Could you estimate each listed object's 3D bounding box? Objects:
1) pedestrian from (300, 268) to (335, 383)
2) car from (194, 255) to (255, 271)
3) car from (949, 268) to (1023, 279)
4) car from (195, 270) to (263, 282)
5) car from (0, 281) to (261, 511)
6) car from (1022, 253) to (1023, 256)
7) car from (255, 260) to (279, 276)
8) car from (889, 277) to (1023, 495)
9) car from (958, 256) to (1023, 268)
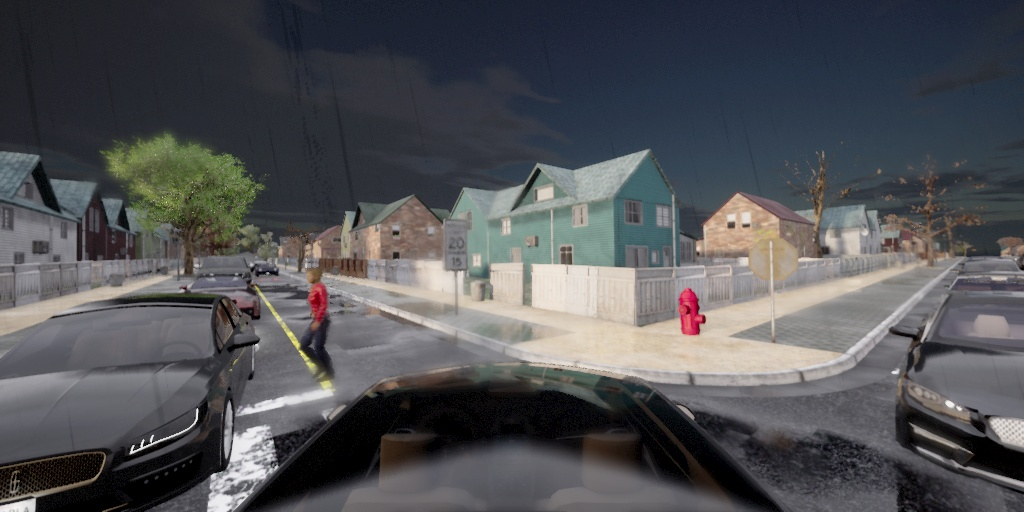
[{"bbox_3d":[-3.073,1.047,5.667,0.375,1.860,0.375,2,-2,-38],"label":"pedestrian"},{"bbox_3d":[-15.161,0.990,18.992,2.150,2.045,5.566,0,0,-38],"label":"car"},{"bbox_3d":[13.068,1.155,9.602,4.718,1.301,1.895,-1,-1,-38],"label":"car"},{"bbox_3d":[-9.508,1.324,11.692,1.994,1.385,4.181,0,0,-38],"label":"car"},{"bbox_3d":[-4.241,1.259,4.174,1.837,1.490,4.892,0,0,-32],"label":"car"},{"bbox_3d":[36.819,0.329,24.319,5.566,2.045,2.150,-1,-1,-38],"label":"car"},{"bbox_3d":[-25.158,1.391,36.694,1.895,1.301,4.718,0,0,-38],"label":"car"},{"bbox_3d":[5.738,1.185,3.903,4.902,1.511,2.128,-1,0,-38],"label":"car"},{"bbox_3d":[21.032,0.915,15.788,4.892,1.490,1.837,-1,-1,-38],"label":"car"}]
